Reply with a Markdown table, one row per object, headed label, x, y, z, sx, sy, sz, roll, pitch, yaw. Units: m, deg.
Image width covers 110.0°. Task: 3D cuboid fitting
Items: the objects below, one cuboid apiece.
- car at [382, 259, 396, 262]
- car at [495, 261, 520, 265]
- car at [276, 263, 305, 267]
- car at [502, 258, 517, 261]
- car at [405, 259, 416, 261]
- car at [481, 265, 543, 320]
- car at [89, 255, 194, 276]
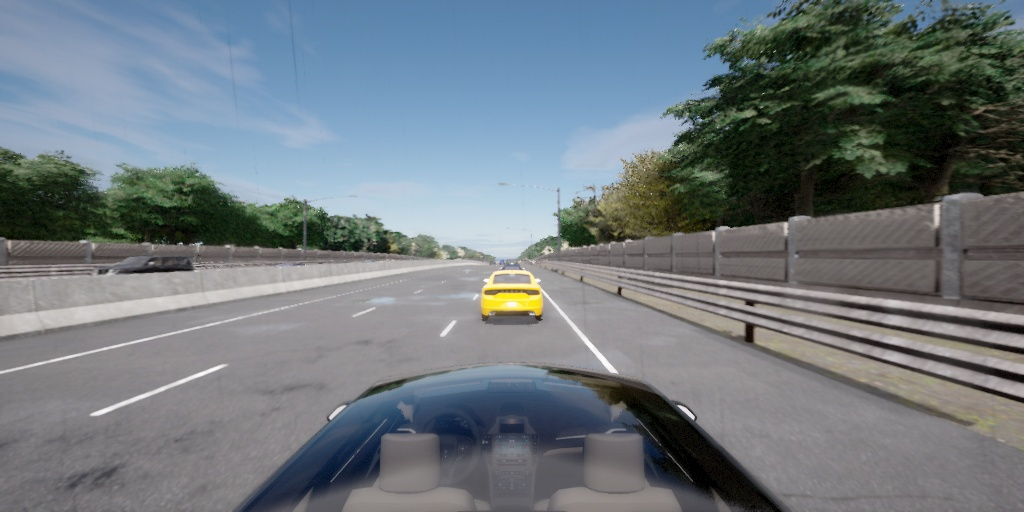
| label | x | y | z | sx | sy | sz | roll | pitch | yaw |
| --- | --- | --- | --- | --- | --- | --- | --- | --- | --- |
| car | -21.023 | 1.295 | 61.546 | 1.882 | 1.535 | 5.008 | 0 | 0 | 1 |
| car | 0.000 | 1.309 | 26.234 | 1.994 | 1.385 | 4.181 | 0 | 0 | 0 |
| car | -17.521 | 1.288 | 28.129 | 2.033 | 1.411 | 5.357 | 0 | 0 | 0 |
| car | 0.000 | 1.096 | 48.443 | 2.097 | 1.767 | 4.553 | 0 | 0 | 0 |
| car | -17.527 | 1.323 | 61.569 | 1.837 | 1.490 | 4.892 | 0 | 0 | 1 |
| car | 0.000 | 1.236 | 12.682 | 1.882 | 1.535 | 5.008 | 0 | 0 | 0 |
| car | -24.558 | 0.966 | 24.192 | 2.150 | 2.045 | 5.566 | 0 | 0 | 0 |
